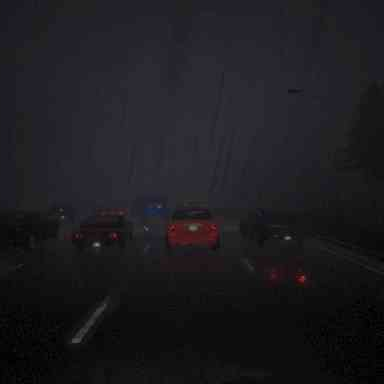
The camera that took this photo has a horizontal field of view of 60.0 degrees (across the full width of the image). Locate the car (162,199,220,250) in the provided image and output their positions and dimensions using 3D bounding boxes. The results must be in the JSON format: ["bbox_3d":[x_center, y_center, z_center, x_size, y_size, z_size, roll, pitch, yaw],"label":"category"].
[{"bbox_3d":[-0.120,1.366,14.458,2.097,1.767,4.553,0,0,-4],"label":"car"}]

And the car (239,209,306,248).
[{"bbox_3d":[3.368,1.495,14.755,2.128,1.511,4.902,0,0,-4],"label":"car"}]

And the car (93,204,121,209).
[{"bbox_3d":[-6.860,1.616,26.965,1.895,1.301,4.718,0,0,-24],"label":"car"}]

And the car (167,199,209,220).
[{"bbox_3d":[-0.461,1.485,29.803,1.882,1.535,5.008,0,0,-24],"label":"car"}]

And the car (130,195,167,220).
[{"bbox_3d":[-3.666,1.258,28.398,2.150,2.045,5.566,0,0,-24],"label":"car"}]

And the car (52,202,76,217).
[{"bbox_3d":[-10.041,1.516,25.505,1.837,1.490,4.892,0,0,-24],"label":"car"}]

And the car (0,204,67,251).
[{"bbox_3d":[-7.102,1.484,13.952,1.882,1.535,5.008,0,0,-4],"label":"car"}]

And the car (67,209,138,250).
[{"bbox_3d":[-3.614,1.616,14.250,1.895,1.301,4.718,0,0,-4],"label":"car"}]
